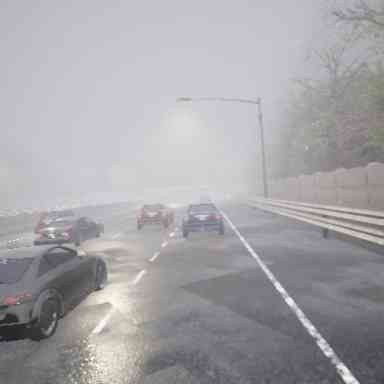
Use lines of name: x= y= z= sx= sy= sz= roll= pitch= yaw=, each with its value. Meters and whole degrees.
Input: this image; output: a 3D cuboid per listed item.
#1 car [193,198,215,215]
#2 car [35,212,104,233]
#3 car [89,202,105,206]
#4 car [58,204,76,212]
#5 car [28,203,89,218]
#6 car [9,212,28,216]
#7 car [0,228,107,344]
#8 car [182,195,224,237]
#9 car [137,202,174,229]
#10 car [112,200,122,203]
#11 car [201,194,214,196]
car: x=1.304 y=1.503 z=35.282 sx=2.033 sy=1.411 sz=5.357 roll=-4 pitch=0 yaw=2
car: x=-6.319 y=2.030 z=17.724 sx=2.033 sy=1.411 sz=5.357 roll=-4 pitch=0 yaw=2
car: x=-21.409 y=3.133 z=77.202 sx=2.033 sy=1.411 sz=5.357 roll=-4 pitch=0 yaw=2
car: x=-28.457 y=3.667 z=75.705 sx=1.882 sy=1.535 sz=5.008 roll=-4 pitch=0 yaw=2
car: x=-9.547 y=2.079 z=24.396 sx=2.097 sy=1.767 sz=4.553 roll=-4 pitch=0 yaw=2
car: x=-19.653 y=3.010 z=37.491 sx=1.812 sy=1.442 sz=4.674 roll=-4 pitch=0 yaw=3
car: x=-3.270 y=1.810 z=6.971 sx=1.994 sy=1.385 sz=4.181 roll=-4 pitch=0 yaw=2
car: x=0.594 y=1.332 z=18.601 sx=2.097 sy=1.767 sz=4.553 roll=-4 pitch=0 yaw=2
car: x=-2.572 y=1.571 z=24.103 sx=2.097 sy=1.767 sz=4.553 roll=-4 pitch=0 yaw=2
car: x=-17.826 y=2.670 z=79.690 sx=1.837 sy=1.490 sz=4.892 roll=-4 pitch=0 yaw=2
car: x=2.375 y=1.292 z=61.214 sx=2.097 sy=1.767 sz=4.553 roll=-4 pitch=0 yaw=2
